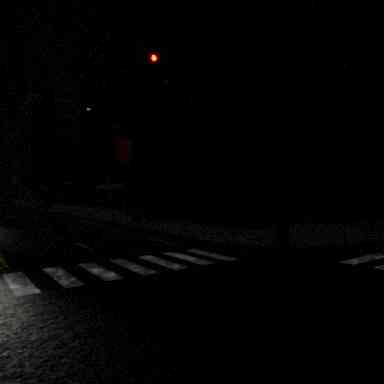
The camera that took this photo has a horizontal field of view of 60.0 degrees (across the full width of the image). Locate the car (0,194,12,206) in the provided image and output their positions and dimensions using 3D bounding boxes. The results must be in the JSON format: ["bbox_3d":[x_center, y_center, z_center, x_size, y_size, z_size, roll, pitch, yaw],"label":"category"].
[{"bbox_3d":[-32.852,1.417,58.022,2.150,2.045,5.566,0,0,-35],"label":"car"}]
